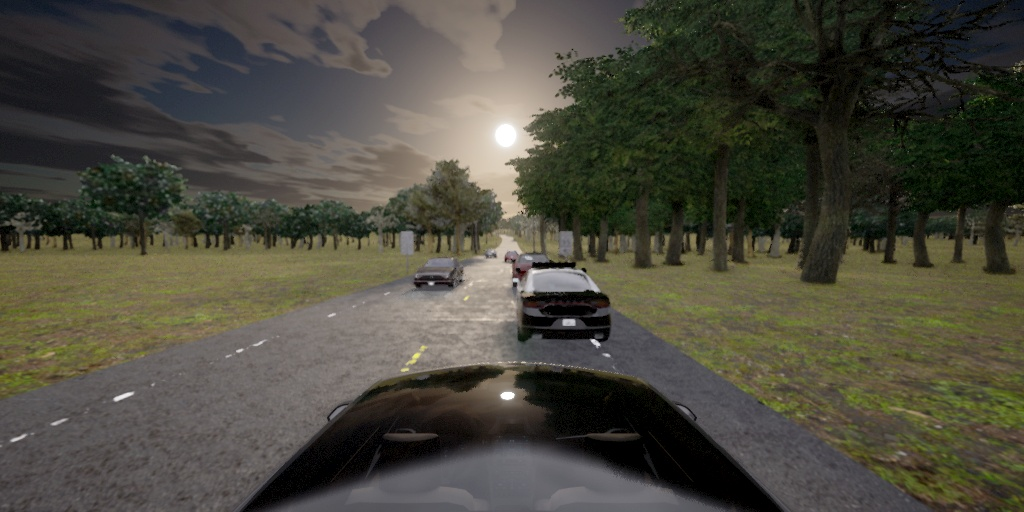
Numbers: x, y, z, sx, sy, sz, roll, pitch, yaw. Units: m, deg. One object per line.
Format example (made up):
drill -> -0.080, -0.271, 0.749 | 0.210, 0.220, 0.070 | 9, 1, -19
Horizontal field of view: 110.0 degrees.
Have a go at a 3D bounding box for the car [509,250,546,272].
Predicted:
car -> 1.045, 0.565, 19.030 | 2.097, 1.767, 4.553 | 0, 2, 0

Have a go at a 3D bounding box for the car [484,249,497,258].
car -> -3.554, -0.456, 60.455 | 2.128, 1.511, 4.902 | 0, 2, 0

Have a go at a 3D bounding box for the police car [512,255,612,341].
police car -> 1.047, 0.942, 9.171 | 1.930, 1.638, 5.238 | 0, 2, 0

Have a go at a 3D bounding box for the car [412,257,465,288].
car -> -3.602, 0.774, 18.631 | 2.033, 1.411, 5.357 | 0, 2, 0

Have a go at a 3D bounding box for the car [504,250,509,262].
car -> 0.016, -0.024, 46.640 | 1.994, 1.385, 4.181 | 0, 2, 0
